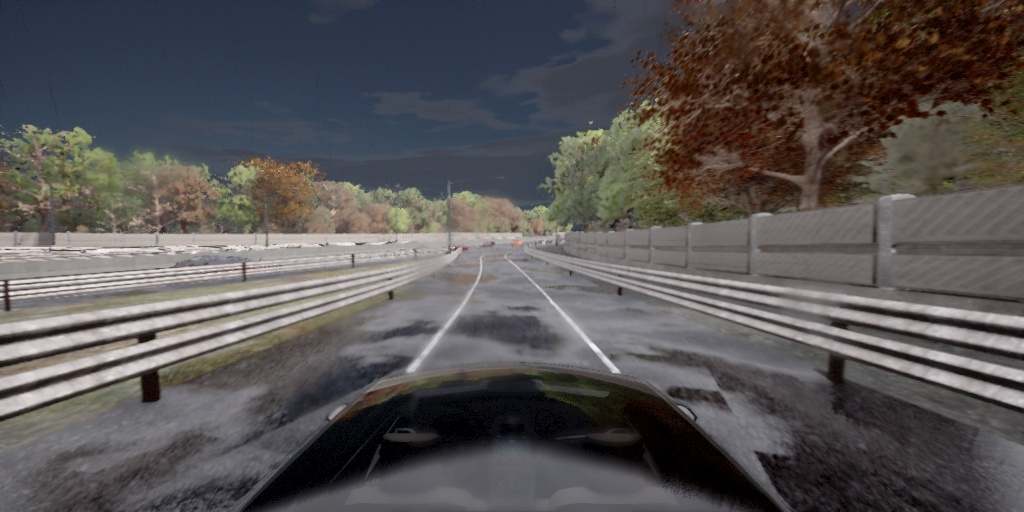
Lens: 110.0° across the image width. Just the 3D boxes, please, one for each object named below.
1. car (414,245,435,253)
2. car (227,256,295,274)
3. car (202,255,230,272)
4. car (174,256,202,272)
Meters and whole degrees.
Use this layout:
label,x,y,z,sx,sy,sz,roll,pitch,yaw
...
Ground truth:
label,x,y,z,sx,sy,sz,roll,pitch,yaw
car,-14.741,-1.114,60.062,1.994,1.385,4.181,1,4,21
car,-21.733,0.782,31.677,1.895,1.301,4.718,1,4,20
car,-25.054,0.697,32.773,1.994,1.385,4.181,1,4,20
car,-28.358,0.628,33.932,2.033,1.411,5.357,1,4,20
